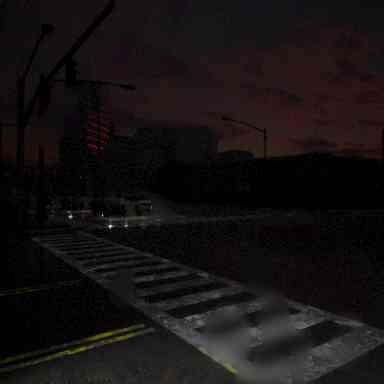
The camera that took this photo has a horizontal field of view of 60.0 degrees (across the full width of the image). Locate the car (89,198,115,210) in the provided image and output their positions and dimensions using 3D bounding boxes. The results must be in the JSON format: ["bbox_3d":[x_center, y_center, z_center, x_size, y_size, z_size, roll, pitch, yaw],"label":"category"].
[{"bbox_3d":[-11.651,1.570,42.979,1.994,1.385,4.181,0,0,-34],"label":"car"}]

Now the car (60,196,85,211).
[{"bbox_3d":[-14.925,1.507,41.520,1.837,1.490,4.892,0,1,-36],"label":"car"}]

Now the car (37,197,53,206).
[{"bbox_3d":[-24.194,1.545,54.631,1.837,1.490,4.892,0,0,-36],"label":"car"}]

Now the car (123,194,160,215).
[{"bbox_3d":[-5.465,1.227,34.304,2.150,2.045,5.566,0,0,-36],"label":"car"}]

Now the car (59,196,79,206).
[{"bbox_3d":[-20.612,1.483,55.623,1.882,1.535,5.008,0,0,-35],"label":"car"}]

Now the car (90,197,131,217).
[{"bbox_3d":[-8.017,1.482,31.848,1.882,1.535,5.008,0,0,-36],"label":"car"}]
